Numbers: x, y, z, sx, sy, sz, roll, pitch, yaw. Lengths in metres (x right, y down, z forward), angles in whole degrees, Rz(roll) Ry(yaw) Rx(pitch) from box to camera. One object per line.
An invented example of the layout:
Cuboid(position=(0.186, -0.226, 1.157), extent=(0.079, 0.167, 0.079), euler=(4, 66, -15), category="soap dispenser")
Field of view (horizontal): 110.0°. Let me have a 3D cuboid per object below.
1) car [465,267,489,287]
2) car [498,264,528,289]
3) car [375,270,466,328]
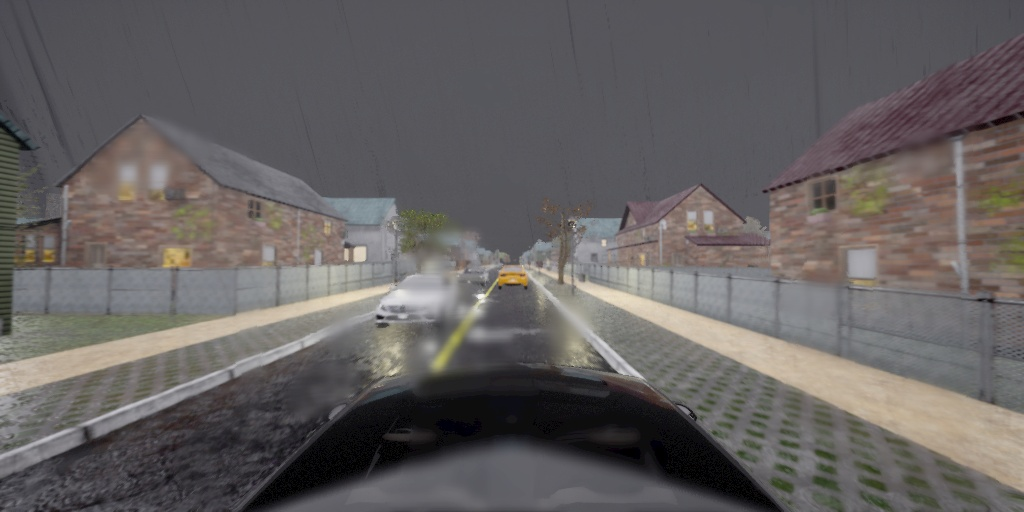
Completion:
Cuboid(position=(-2.762, 1.501, 26.090), extent=(1.895, 1.301, 4.718), euler=(0, 0, 1), category="car")
Cuboid(position=(0.075, 1.367, 24.414), extent=(1.882, 1.535, 5.008), euler=(0, -1, 1), category="car")
Cuboid(position=(-2.833, 1.328, 11.709), extent=(1.812, 1.442, 4.674), euler=(0, 0, 0), category="car")
